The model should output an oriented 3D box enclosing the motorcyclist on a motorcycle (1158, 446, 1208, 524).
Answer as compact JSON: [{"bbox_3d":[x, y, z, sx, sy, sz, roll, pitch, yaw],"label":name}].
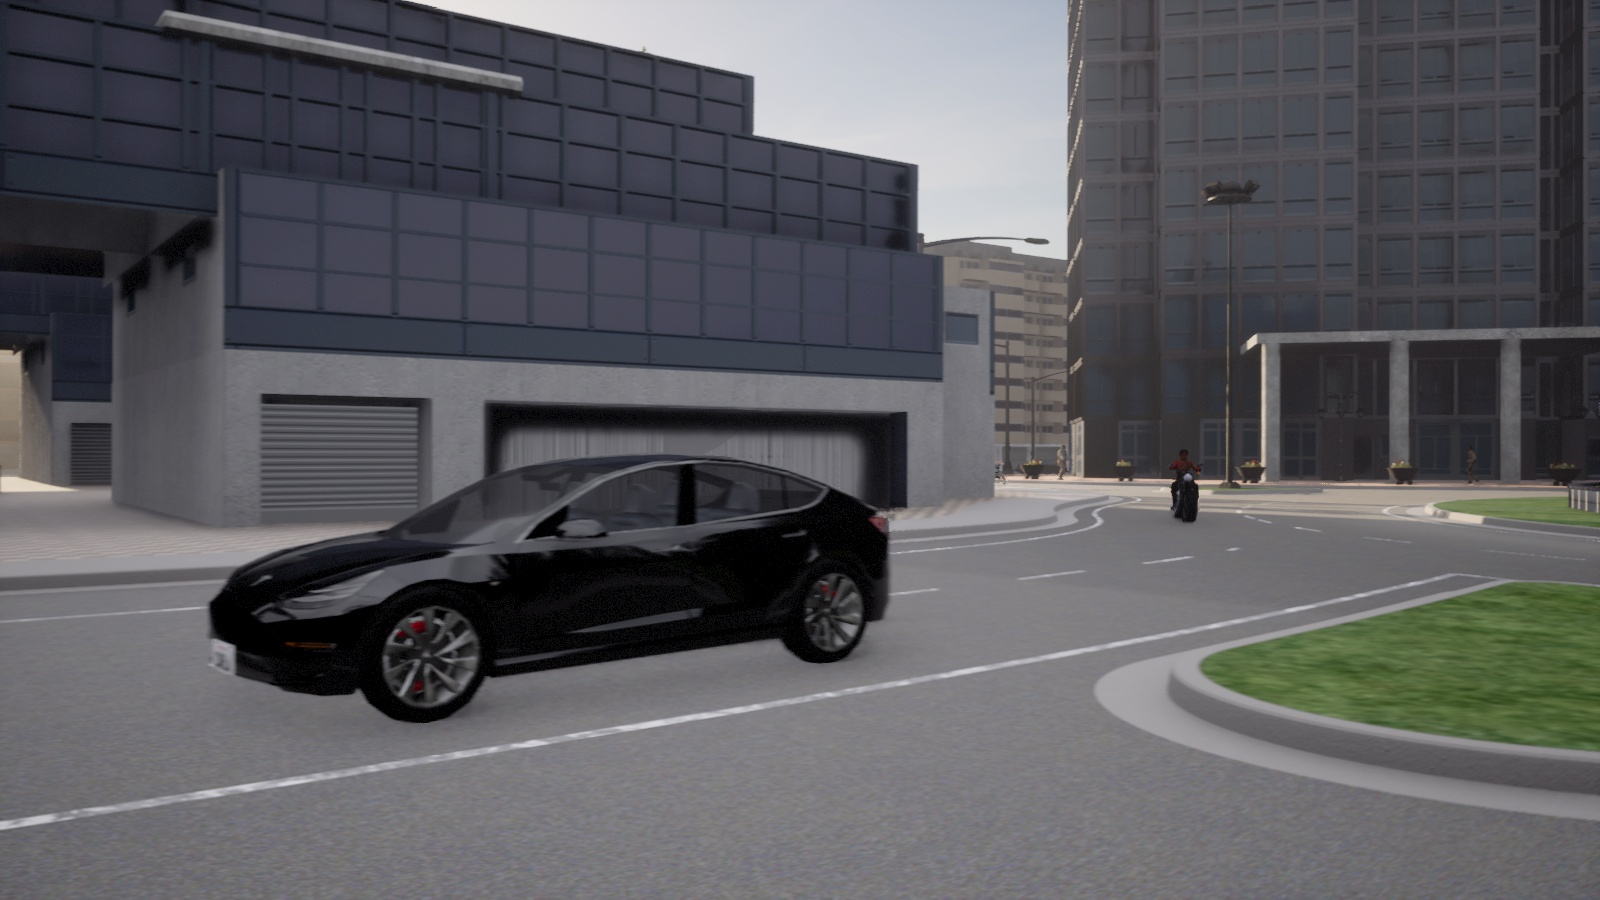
[{"bbox_3d":[8.494,0.745,27.903,0.766,1.649,2.350,0,0,10],"label":"motorcyclist on a motorcycle"}]

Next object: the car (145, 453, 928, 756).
[{"bbox_3d":[-1.559,0.768,8.579,4.792,1.488,2.163,0,0,-41],"label":"car"}]

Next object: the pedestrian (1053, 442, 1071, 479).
[{"bbox_3d":[13.091,0.534,62.857,0.540,1.848,0.694,0,0,-39],"label":"pedestrian"}]

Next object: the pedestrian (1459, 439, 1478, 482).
[{"bbox_3d":[30.437,0.489,57.160,0.692,1.930,0.396,0,0,20],"label":"pedestrian"}]
